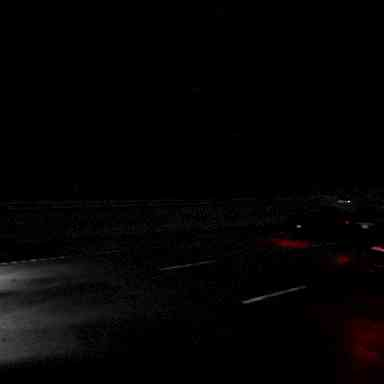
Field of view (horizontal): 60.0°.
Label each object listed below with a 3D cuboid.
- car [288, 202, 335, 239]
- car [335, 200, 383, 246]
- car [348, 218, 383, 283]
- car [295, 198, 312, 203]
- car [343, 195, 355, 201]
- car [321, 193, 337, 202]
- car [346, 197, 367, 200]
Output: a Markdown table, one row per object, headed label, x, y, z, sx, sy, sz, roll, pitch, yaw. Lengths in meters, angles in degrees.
| label | x | y | z | sx | sy | sz | roll | pitch | yaw |
| --- | --- | --- | --- | --- | --- | --- | --- | --- | --- |
| car | 7.163 | 1.498 | 17.457 | 5.008 | 1.535 | 1.882 | 0 | 0 | -36 |
| car | 8.390 | 1.371 | 14.033 | 4.553 | 1.767 | 2.097 | 0 | 0 | -36 |
| car | 6.346 | 1.504 | 8.398 | 4.902 | 1.511 | 2.128 | 0 | 0 | -36 |
| car | 20.242 | 1.737 | 60.238 | 1.994 | 1.385 | 4.181 | 1 | 0 | 39 |
| car | 39.913 | 1.436 | 84.579 | 1.882 | 1.535 | 5.008 | 1 | 1 | 40 |
| car | 29.862 | 1.347 | 72.408 | 2.150 | 2.045 | 5.566 | 1 | 1 | 38 |
| car | 27.241 | 1.888 | 53.446 | 4.718 | 1.301 | 1.895 | 1 | -1 | -35 |
